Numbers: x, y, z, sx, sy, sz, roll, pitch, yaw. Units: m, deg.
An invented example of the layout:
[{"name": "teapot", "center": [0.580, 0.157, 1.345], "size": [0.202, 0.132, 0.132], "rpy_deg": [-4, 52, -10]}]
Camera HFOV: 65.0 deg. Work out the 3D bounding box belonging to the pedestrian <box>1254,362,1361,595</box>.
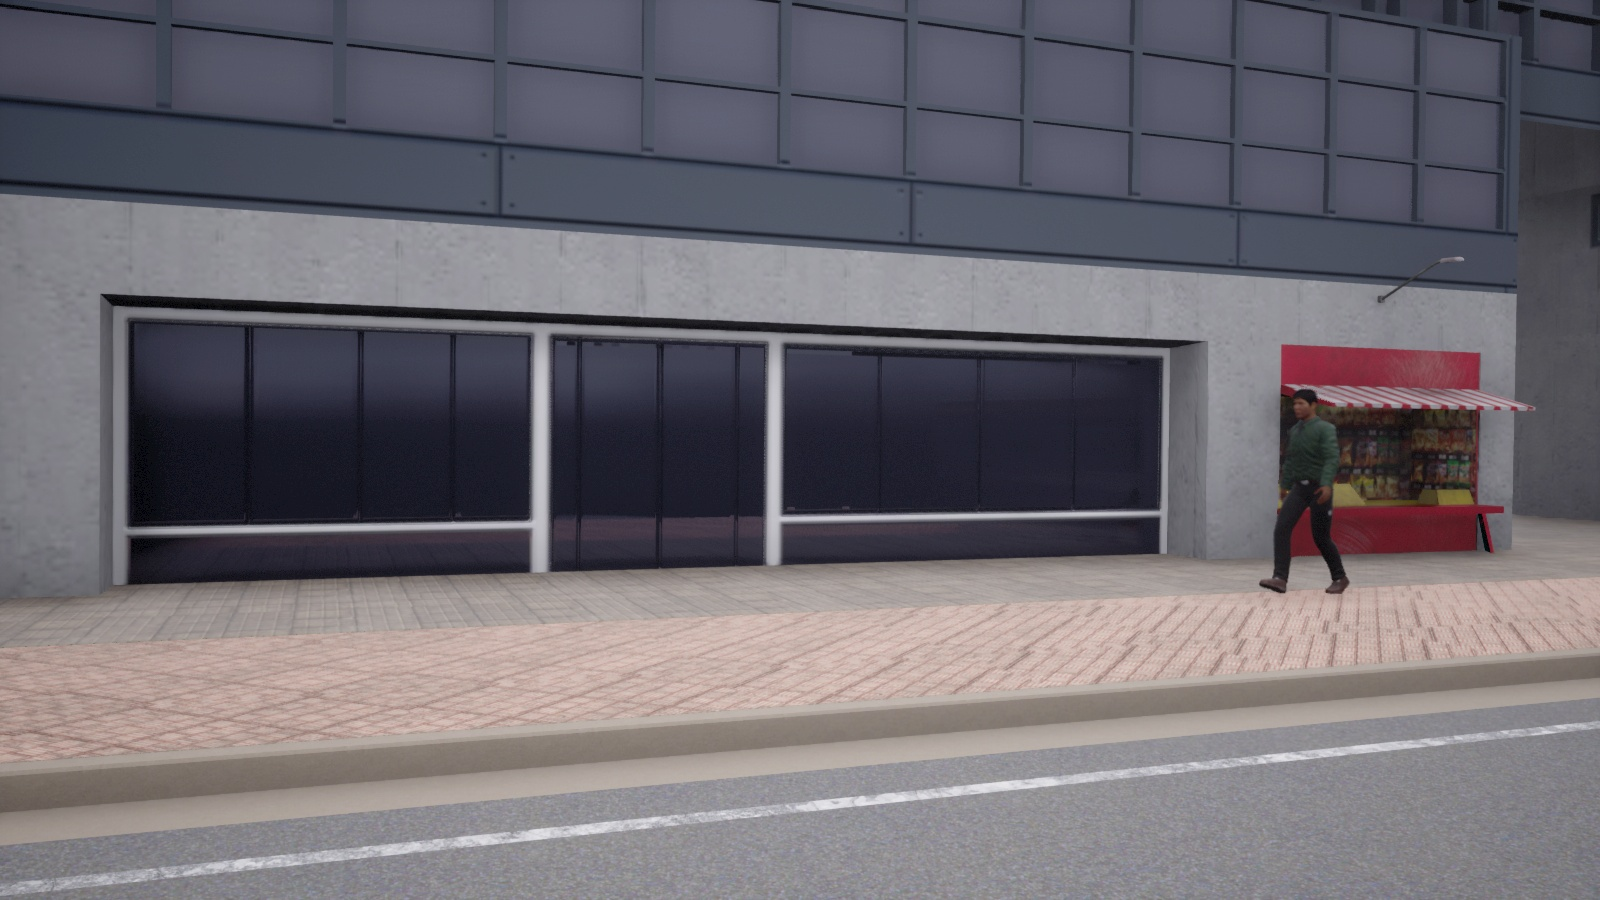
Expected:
[{"name": "pedestrian", "center": [4.386, 0.233, 10.857], "size": [0.788, 1.949, 0.423], "rpy_deg": [-1, 1, -23]}]
